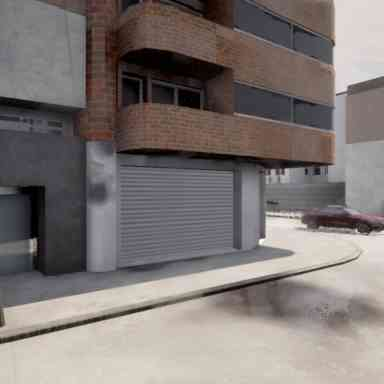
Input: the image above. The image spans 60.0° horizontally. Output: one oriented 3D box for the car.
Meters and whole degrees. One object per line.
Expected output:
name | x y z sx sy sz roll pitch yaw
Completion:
car | 8.575 1.525 19.101 1.812 1.442 4.674 0 0 -43
